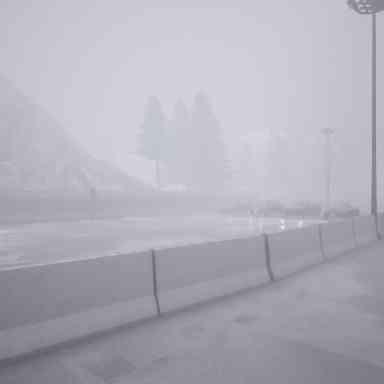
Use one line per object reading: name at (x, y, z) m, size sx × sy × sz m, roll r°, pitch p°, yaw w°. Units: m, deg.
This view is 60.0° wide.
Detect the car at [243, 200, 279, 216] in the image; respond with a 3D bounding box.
car at (7.434, 1.504, 32.408) m, size 2.128 × 1.511 × 4.902 m, roll 0°, pitch 0°, yaw 41°

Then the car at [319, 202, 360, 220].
car at (12.469, 1.528, 27.538) m, size 1.812 × 1.442 × 4.674 m, roll 0°, pitch 0°, yaw 42°

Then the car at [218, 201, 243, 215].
car at (4.792, 1.668, 34.704) m, size 1.895 × 1.301 × 4.718 m, roll 0°, pitch 0°, yaw 41°

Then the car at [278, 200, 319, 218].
car at (10.061, 1.505, 30.095) m, size 1.882 × 1.535 × 5.008 m, roll 0°, pitch 0°, yaw 41°
